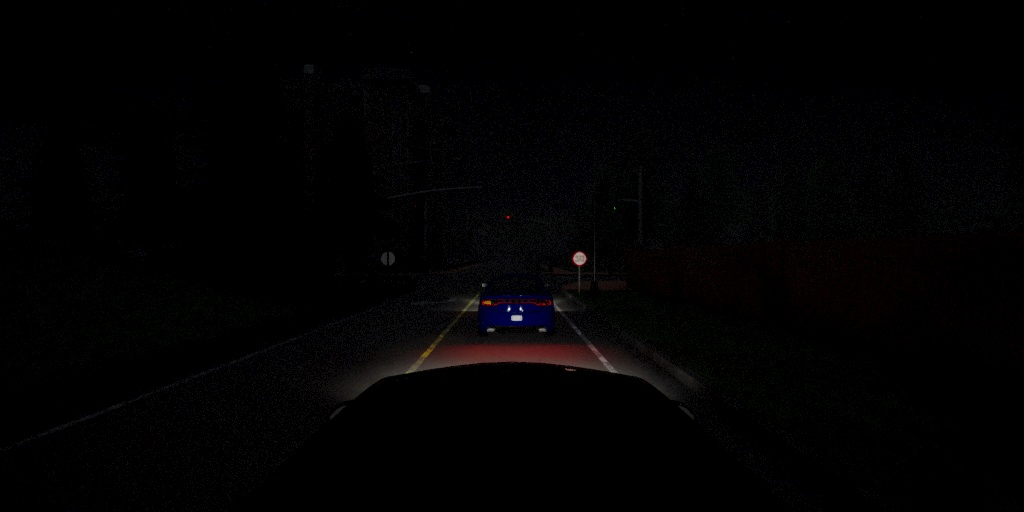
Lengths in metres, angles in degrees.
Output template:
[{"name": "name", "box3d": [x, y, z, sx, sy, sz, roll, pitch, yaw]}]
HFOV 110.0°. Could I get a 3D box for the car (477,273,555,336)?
[{"name": "car", "box3d": [0.100, 1.228, 10.438, 1.882, 1.535, 5.008, 0, 0, 0]}]
